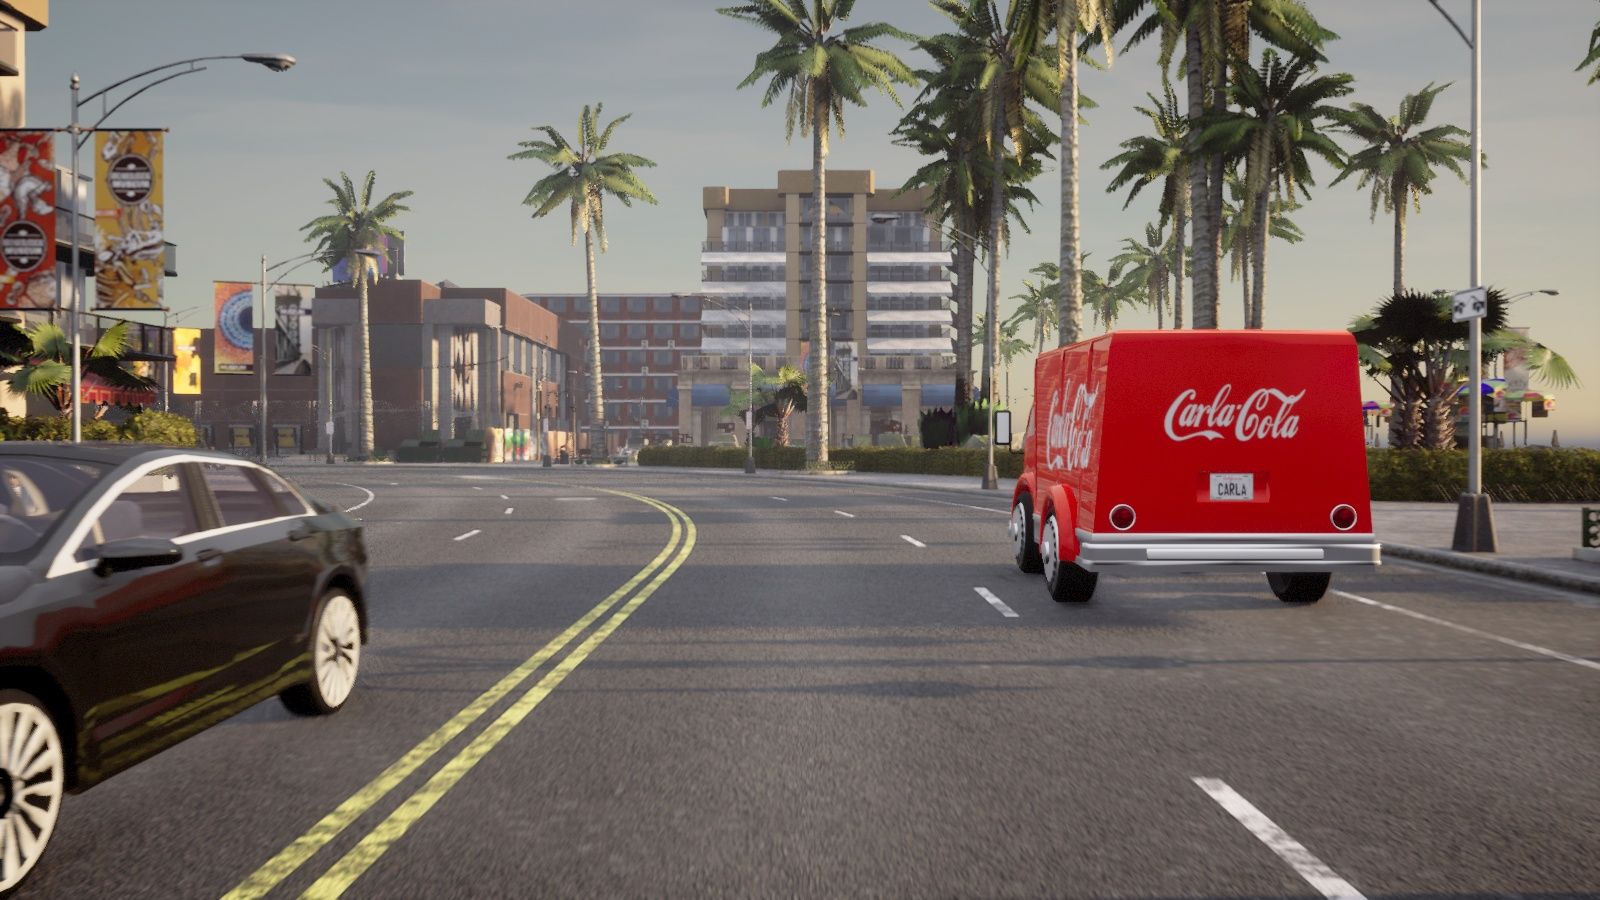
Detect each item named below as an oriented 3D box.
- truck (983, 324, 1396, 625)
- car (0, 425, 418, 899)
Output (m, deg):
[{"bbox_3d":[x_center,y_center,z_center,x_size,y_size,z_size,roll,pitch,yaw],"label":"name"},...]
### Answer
[{"bbox_3d":[3.578,0.190,12.911,2.627,2.467,5.204,0,0,0],"label":"truck"},{"bbox_3d":[-3.453,0.670,5.366,2.128,1.511,4.902,0,0,0],"label":"car"}]
